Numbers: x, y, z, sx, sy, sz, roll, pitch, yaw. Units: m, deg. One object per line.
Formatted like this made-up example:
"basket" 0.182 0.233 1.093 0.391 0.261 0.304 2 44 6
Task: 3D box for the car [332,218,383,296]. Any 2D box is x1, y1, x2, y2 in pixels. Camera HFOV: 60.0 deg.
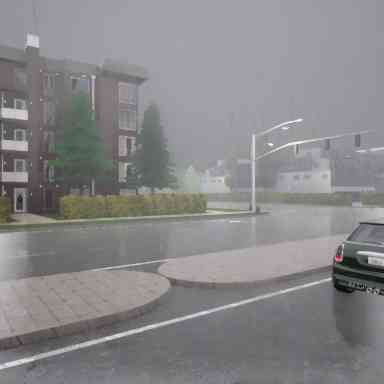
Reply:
"car" 5.272 1.352 7.629 4.553 1.767 2.097 0 0 -35
